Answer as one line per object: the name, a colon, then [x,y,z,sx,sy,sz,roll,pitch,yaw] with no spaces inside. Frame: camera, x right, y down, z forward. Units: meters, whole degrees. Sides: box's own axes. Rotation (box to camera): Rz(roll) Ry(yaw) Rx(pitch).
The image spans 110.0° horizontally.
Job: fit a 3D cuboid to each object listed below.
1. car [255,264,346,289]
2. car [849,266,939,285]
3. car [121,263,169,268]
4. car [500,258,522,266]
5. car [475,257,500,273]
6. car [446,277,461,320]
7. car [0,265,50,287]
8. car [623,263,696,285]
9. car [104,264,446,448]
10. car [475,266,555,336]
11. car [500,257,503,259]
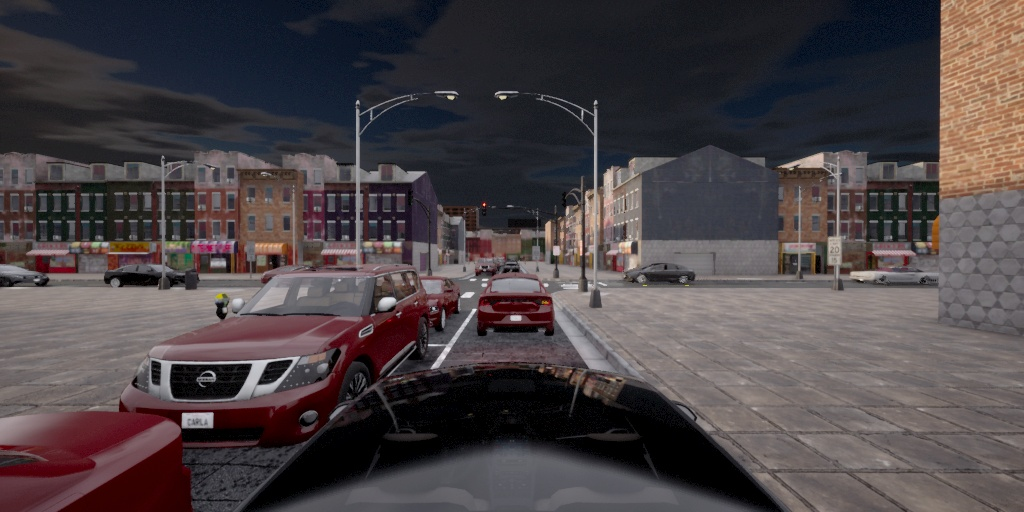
car: [-13.352,1.278,22.860,4.674,1.442,1.812,0,0,-1]
car: [27.267,1.383,25.722,4.718,1.301,1.895,0,0,0]
car: [-22.810,1.221,22.834,5.008,1.535,1.882,0,0,0]
car: [-0.021,1.265,40.877,1.837,1.490,4.892,0,0,1]
car: [-2.659,1.073,37.372,2.192,1.841,5.009,0,0,0]
car: [-2.644,1.294,10.963,1.888,1.381,4.507,0,0,0]
car: [-32.607,1.266,22.845,4.674,1.442,1.812,0,0,0]
car: [10.539,1.262,25.791,4.892,1.490,1.837,0,1,2]
car: [-2.641,1.064,5.529,2.192,1.841,5.009,0,0,0]
car: [0.091,1.227,10.427,1.882,1.535,5.008,0,0,0]
car: [-2.666,1.081,48.226,2.192,1.841,5.009,0,0,0]
